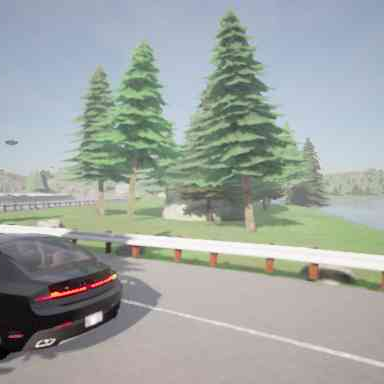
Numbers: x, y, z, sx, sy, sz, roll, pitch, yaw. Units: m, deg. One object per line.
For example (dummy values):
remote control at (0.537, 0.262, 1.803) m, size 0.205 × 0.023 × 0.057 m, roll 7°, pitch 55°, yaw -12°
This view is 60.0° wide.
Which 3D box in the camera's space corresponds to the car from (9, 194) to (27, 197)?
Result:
car at (-38.838, 1.284, 75.646) m, size 1.812 × 1.442 × 4.674 m, roll 0°, pitch 0°, yaw 5°

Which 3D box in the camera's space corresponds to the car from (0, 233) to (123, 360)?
car at (-3.417, 1.485, 5.787) m, size 4.892 × 1.490 × 1.837 m, roll 0°, pitch 0°, yaw 31°

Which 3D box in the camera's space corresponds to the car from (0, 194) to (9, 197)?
car at (-42.336, 1.286, 75.906) m, size 2.128 × 1.511 × 4.902 m, roll 0°, pitch 0°, yaw 5°
